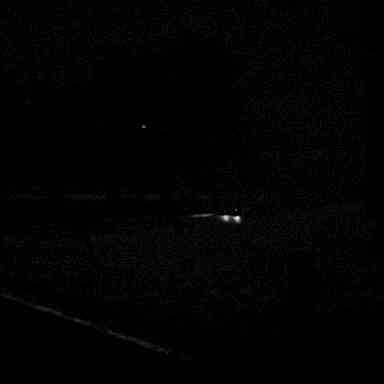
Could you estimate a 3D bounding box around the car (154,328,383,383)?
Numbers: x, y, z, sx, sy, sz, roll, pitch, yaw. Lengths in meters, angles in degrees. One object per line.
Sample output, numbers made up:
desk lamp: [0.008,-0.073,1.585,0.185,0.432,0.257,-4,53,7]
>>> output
car: [1.537,1.563,1.857,4.313,1.339,1.947,-1,0,36]

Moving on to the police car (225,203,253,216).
police car: [6.097,2.252,43.476,2.038,1.542,4.974,0,-1,36]
